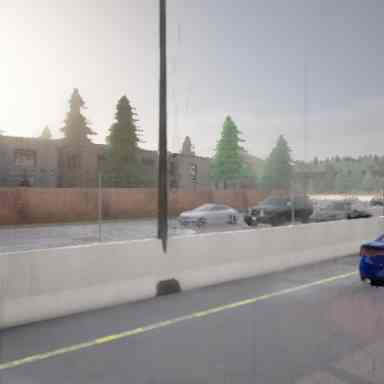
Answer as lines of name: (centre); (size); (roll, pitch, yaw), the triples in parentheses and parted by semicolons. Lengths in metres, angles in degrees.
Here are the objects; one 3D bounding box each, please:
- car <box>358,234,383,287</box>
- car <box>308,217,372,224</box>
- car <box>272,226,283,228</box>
car: (6.043, 1.479, 8.147); (5.008, 1.535, 1.882); (0, 0, -37)
car: (8.853, 1.354, 19.686); (4.553, 1.767, 2.097); (0, 0, -42)
car: (5.820, 1.224, 21.607); (5.566, 2.045, 2.150); (0, 0, -41)
